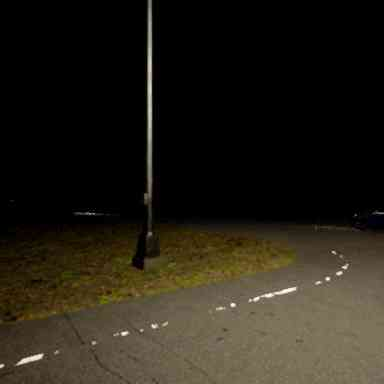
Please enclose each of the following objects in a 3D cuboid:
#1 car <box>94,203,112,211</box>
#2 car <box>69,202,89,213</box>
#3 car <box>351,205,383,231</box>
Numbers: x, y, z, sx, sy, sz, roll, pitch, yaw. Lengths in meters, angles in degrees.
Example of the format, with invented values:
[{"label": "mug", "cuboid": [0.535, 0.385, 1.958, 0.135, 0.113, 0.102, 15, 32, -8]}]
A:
[{"label": "car", "cuboid": [-16.051, 2.666, 59.947, 1.882, 1.535, 5.008, 3, -3, -36]}, {"label": "car", "cuboid": [-16.589, 2.253, 48.763, 2.128, 1.511, 4.902, 3, -3, -36]}, {"label": "car", "cuboid": [12.348, 1.571, 20.632, 2.097, 1.767, 4.553, 3, -3, -36]}]
